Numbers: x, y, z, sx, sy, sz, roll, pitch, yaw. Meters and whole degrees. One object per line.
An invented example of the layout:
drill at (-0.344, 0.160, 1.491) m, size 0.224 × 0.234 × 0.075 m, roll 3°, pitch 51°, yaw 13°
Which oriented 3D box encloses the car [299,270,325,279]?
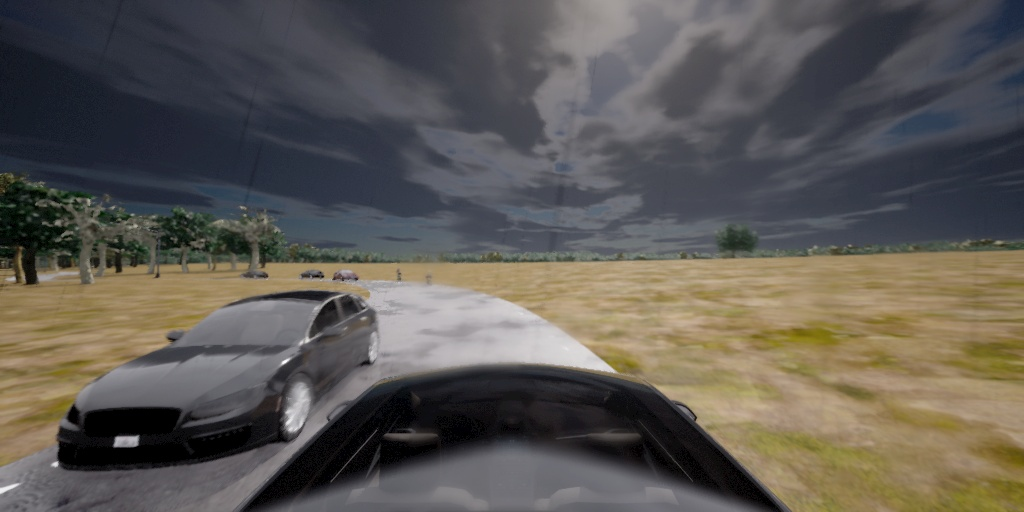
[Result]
car at (-31.791, 2.960, 56.897) m, size 4.892 × 1.490 × 1.837 m, roll -2°, pitch -3°, yaw 31°

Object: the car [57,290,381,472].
car at (-3.421, 1.331, 5.412) m, size 1.837 × 1.490 × 4.892 m, roll 0°, pitch -1°, yaw -5°

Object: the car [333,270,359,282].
car at (-20.263, 2.367, 43.629) m, size 1.812 × 1.442 × 4.674 m, roll 2°, pitch -3°, yaw -44°

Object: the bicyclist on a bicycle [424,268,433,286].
bicyclist on a bicycle at (-7.676, 1.937, 33.212) m, size 0.866 × 1.612 × 1.509 m, roll 1°, pitch -2°, yaw -29°

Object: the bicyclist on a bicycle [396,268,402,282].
bicyclist on a bicycle at (-13.015, 2.203, 41.278) m, size 0.582 × 1.620 × 1.656 m, roll 1°, pitch -3°, yaw -37°
